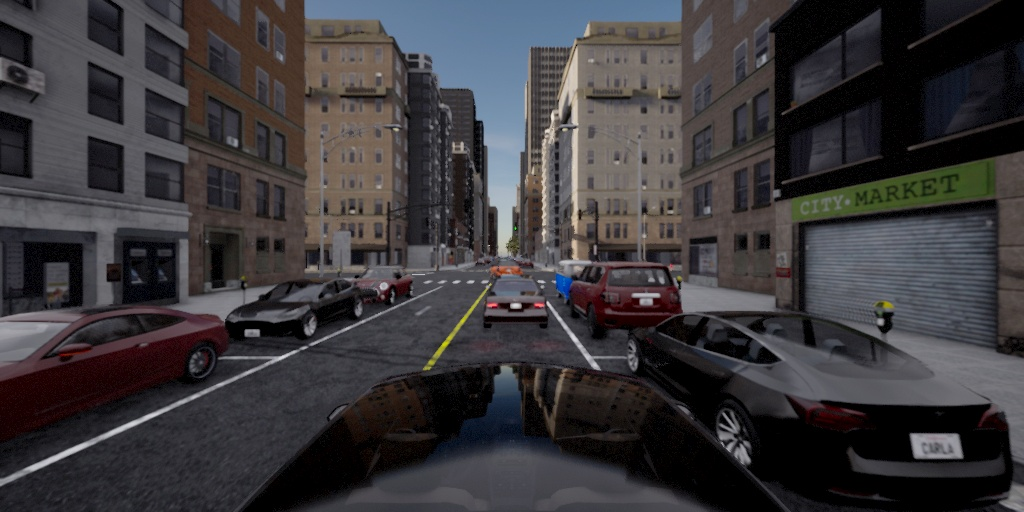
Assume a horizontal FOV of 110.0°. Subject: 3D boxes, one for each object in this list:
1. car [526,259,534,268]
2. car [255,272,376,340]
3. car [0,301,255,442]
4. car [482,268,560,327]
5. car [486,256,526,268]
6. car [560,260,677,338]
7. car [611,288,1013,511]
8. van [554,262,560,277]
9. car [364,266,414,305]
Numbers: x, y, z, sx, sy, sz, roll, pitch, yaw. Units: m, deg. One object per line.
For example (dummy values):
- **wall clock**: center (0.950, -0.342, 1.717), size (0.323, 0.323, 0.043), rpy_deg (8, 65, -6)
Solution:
- **car**: center (2.556, 1.140, 59.431), size (1.967, 1.591, 4.097), rpy_deg (0, 0, -1)
- **car**: center (-5.671, 1.305, 10.009), size (1.948, 1.339, 4.313), rpy_deg (0, 0, 0)
- **car**: center (-5.669, 1.328, 4.484), size (1.802, 1.307, 4.207), rpy_deg (0, 0, 0)
- **car**: center (0.099, 1.285, 11.430), size (2.033, 1.411, 5.357), rpy_deg (0, 0, 0)
- **car**: center (-0.578, 1.060, 28.392), size (2.097, 1.767, 4.553), rpy_deg (0, 0, -9)
- **car**: center (2.855, 1.054, 10.018), size (2.192, 1.841, 5.009), rpy_deg (0, 0, 0)
- **car**: center (2.857, 1.312, 4.494), size (1.948, 1.339, 4.313), rpy_deg (0, 0, 0)
- **van**: center (2.854, 1.073, 15.542), size (1.690, 1.789, 3.998), rpy_deg (0, 0, 0)
- **car**: center (-5.672, 1.172, 15.534), size (1.967, 1.591, 4.097), rpy_deg (0, 0, 0)
